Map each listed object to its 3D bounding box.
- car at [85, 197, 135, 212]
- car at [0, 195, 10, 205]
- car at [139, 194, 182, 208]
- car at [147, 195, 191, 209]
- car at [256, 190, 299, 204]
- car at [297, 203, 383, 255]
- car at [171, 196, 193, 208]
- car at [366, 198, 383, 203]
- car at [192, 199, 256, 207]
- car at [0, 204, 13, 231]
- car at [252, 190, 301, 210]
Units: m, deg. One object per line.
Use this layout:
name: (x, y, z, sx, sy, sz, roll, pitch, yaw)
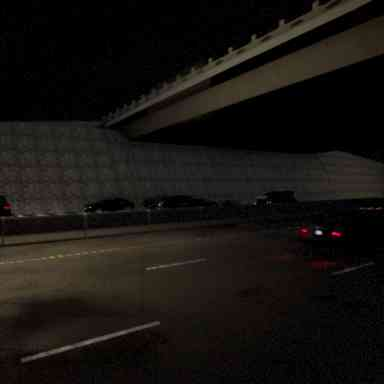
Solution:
car: (-7.992, 1.319, 32.644, 4.892, 1.490, 1.837, 0, 0, -35)
car: (-13.878, 1.221, 19.885, 5.566, 2.045, 2.150, -1, 0, -35)
car: (-3.383, 0.934, 35.839, 4.181, 1.385, 1.994, -1, 1, -35)
car: (-1.843, 1.086, 32.725, 4.553, 1.767, 2.097, -1, 1, -35)
car: (7.880, 0.983, 31.038, 4.553, 1.767, 2.097, -1, 0, -35)
car: (6.245, 1.361, 12.496, 5.357, 1.411, 2.033, -1, 1, -36)
car: (0.654, 1.303, 30.121, 4.181, 1.385, 1.994, -1, 1, -35)
car: (12.528, 1.150, 21.269, 4.902, 1.511, 2.128, -1, 1, -35)
car: (2.691, 1.341, 27.274, 4.718, 1.301, 1.895, -1, 1, -35)
car: (-11.833, 1.563, 17.040, 4.181, 1.385, 1.994, -1, 1, -35)
car: (9.288, 0.789, 36.312, 5.566, 2.045, 2.150, -1, 0, -35)
